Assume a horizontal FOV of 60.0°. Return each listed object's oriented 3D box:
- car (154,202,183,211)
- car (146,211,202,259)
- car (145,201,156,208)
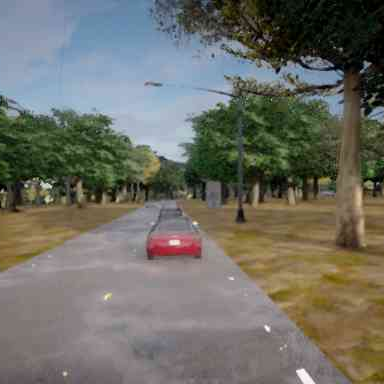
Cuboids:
[{"bbox_3d":[-1.752,1.725,27.670,2.128,1.511,4.902,0,0,-3],"label":"car"},{"bbox_3d":[-0.704,1.660,13.038,1.994,1.385,4.181,0,0,-4],"label":"car"},{"bbox_3d":[-6.944,2.115,56.778,1.895,1.301,4.718,0,0,-4],"label":"car"}]
